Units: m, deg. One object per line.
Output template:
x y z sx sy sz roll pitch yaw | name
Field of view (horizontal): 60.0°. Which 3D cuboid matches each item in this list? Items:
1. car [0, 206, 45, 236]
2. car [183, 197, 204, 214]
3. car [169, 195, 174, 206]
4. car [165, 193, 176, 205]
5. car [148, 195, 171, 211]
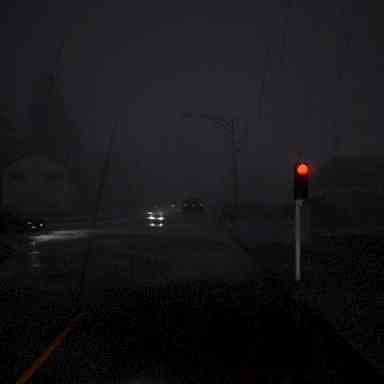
-10.408 1.505 17.778 4.892 1.490 1.837 0 0 3 | car
0.130 1.352 34.741 2.097 1.767 4.553 0 0 0 | car
-4.076 1.525 50.018 1.812 1.442 4.674 0 0 0 | car
-4.051 1.221 60.466 2.150 2.045 5.566 0 0 0 | car
-4.088 1.491 40.013 2.128 1.511 4.902 0 0 0 | car
